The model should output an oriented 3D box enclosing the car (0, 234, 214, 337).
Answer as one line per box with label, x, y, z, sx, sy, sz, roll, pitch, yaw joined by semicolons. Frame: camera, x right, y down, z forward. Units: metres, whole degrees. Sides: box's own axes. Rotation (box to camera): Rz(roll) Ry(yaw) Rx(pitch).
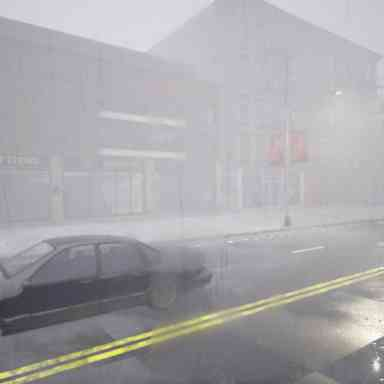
car;-2.108;1.540;6.154;5.357;1.411;2.033;0;0;-35
